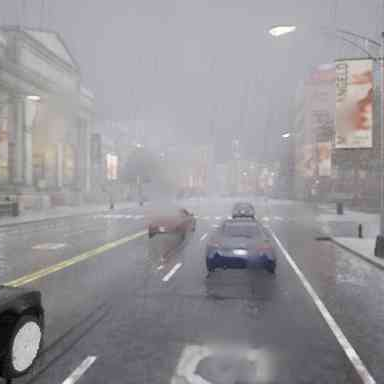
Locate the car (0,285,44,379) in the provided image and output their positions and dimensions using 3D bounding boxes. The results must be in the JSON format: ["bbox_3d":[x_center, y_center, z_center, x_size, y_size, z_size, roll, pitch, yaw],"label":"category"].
[{"bbox_3d":[-3.062,1.467,2.534,1.882,1.535,5.008,0,0,5],"label":"car"}]

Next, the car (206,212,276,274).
[{"bbox_3d":[1.582,1.569,10.775,1.994,1.385,4.181,0,0,9],"label":"car"}]

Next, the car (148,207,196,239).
[{"bbox_3d":[-0.954,1.522,17.300,1.812,1.442,4.674,0,0,9],"label":"car"}]

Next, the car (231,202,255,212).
[{"bbox_3d":[4.233,1.562,27.453,2.033,1.411,5.357,0,0,9],"label":"car"}]
